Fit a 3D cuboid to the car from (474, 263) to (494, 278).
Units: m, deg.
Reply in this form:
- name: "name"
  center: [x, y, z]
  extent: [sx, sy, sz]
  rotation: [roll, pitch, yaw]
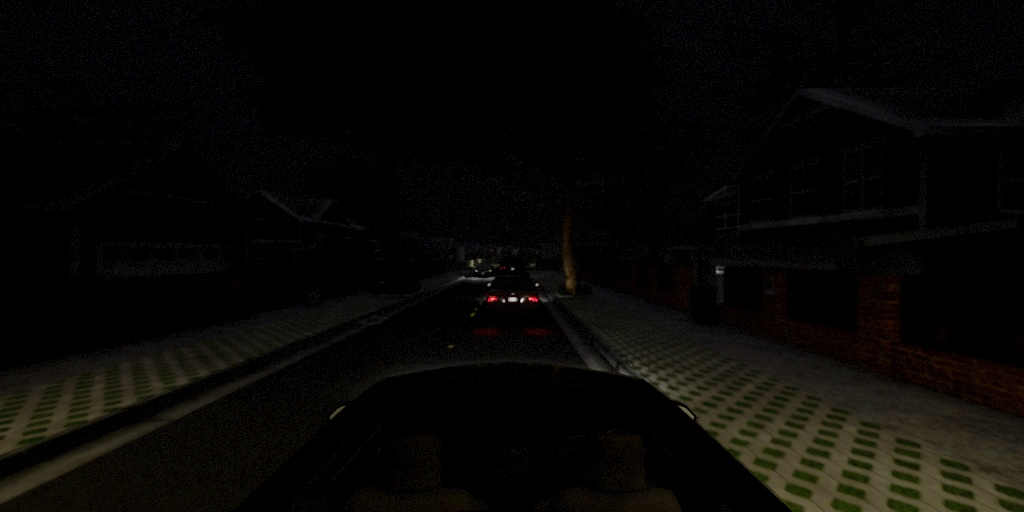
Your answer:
- name: "car"
  center: [-2.819, 1.432, 37.173]
  extent: [1.812, 1.442, 4.674]
  rotation: [0, 0, 0]

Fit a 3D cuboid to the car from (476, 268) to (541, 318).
- name: "car"
  center: [0.044, 1.354, 13.201]
  extent: [2.033, 1.411, 5.357]
  rotation: [0, 0, 1]

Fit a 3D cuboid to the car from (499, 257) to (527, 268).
- name: "car"
  center: [0.066, 1.098, 29.900]
  extent: [2.150, 2.045, 5.566]
  rotation: [0, -1, 0]
